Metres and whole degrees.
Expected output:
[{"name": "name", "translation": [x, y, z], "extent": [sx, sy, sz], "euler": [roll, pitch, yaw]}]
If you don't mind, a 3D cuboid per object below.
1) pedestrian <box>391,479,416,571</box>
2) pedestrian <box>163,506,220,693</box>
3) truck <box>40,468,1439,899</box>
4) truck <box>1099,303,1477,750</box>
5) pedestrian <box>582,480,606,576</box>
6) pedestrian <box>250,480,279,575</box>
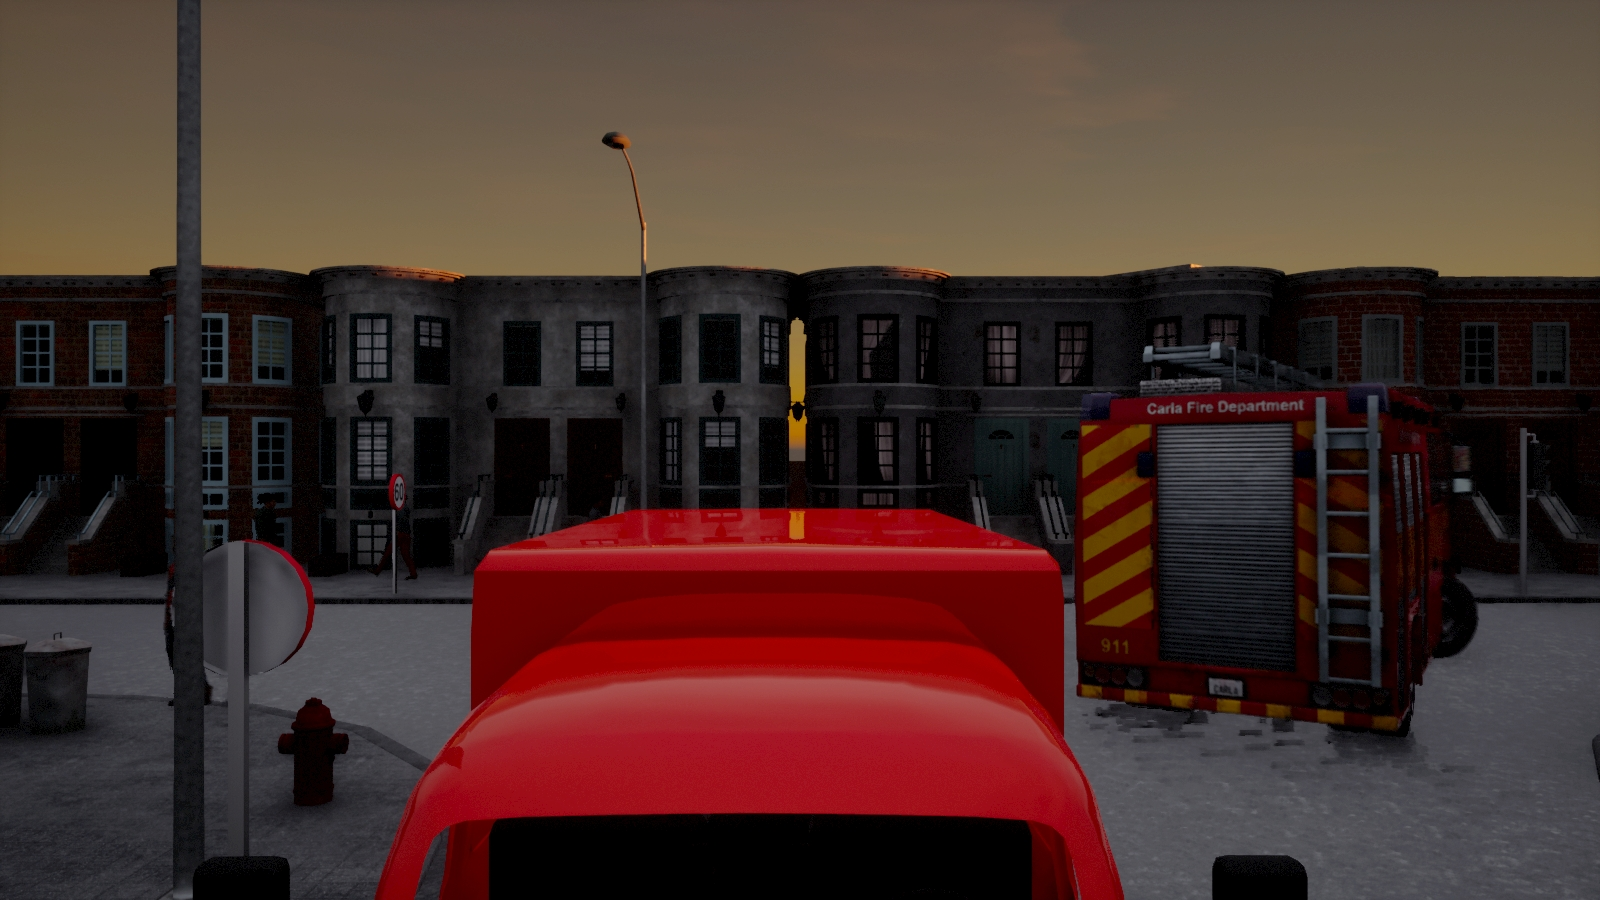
[{"name": "pedestrian", "translation": [-8.122, 1.526, 23.416], "extent": [0.375, 1.860, 0.375], "euler": [0, 0, 2]}, {"name": "pedestrian", "translation": [-6.296, 1.527, 11.826], "extent": [0.375, 1.860, 0.375], "euler": [0, 0, 27]}, {"name": "truck", "translation": [-0.117, 1.348, 4.748], "extent": [2.627, 2.467, 5.204], "euler": [0, 0, 0]}, {"name": "truck", "translation": [6.497, 0.670, 14.129], "extent": [2.891, 3.827, 8.468], "euler": [-1, 0, 33]}, {"name": "pedestrian", "translation": [-4.036, 1.524, 22.388], "extent": [0.375, 1.860, 0.375], "euler": [0, 0, 7]}, {"name": "pedestrian", "translation": [-10.604, 1.524, 22.626], "extent": [0.375, 1.860, 0.375], "euler": [0, 0, 2]}]
